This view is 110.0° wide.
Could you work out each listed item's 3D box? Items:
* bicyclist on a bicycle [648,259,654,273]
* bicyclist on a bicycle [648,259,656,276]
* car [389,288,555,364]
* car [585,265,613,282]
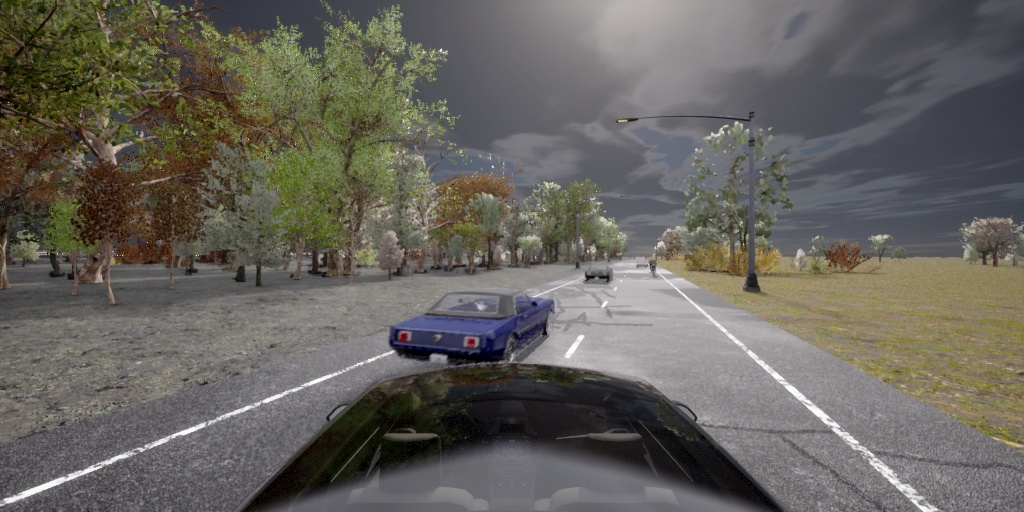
[{"bbox_3d":[17.042,1.214,43.984,0.582,1.620,1.656,0,0,19],"label":"bicyclist on a bicycle"},{"bbox_3d":[14.053,1.212,35.551,0.582,1.620,1.656,0,0,19],"label":"bicyclist on a bicycle"},{"bbox_3d":[-0.415,1.351,7.793,1.895,1.301,4.718,0,0,20],"label":"car"},{"bbox_3d":[7.177,1.357,29.222,1.895,1.301,4.718,0,0,20],"label":"car"}]
